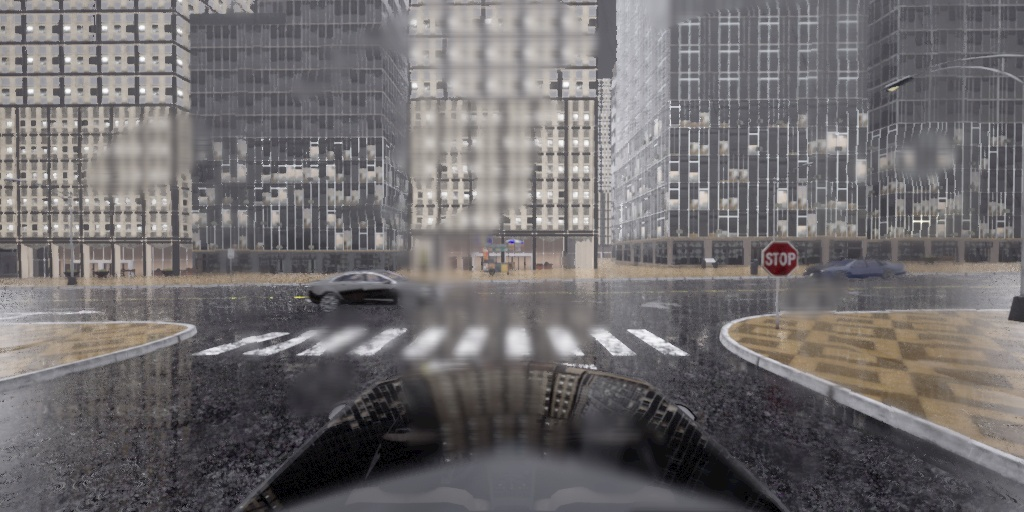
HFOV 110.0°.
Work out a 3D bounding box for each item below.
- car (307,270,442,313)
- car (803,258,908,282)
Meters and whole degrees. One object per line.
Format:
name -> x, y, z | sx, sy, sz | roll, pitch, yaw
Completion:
car -> -5.185, 1.269, 13.801 | 4.902, 1.511, 2.128 | -1, 0, 1
car -> 22.231, 0.866, 23.273 | 5.357, 1.411, 2.033 | -1, 1, 1
